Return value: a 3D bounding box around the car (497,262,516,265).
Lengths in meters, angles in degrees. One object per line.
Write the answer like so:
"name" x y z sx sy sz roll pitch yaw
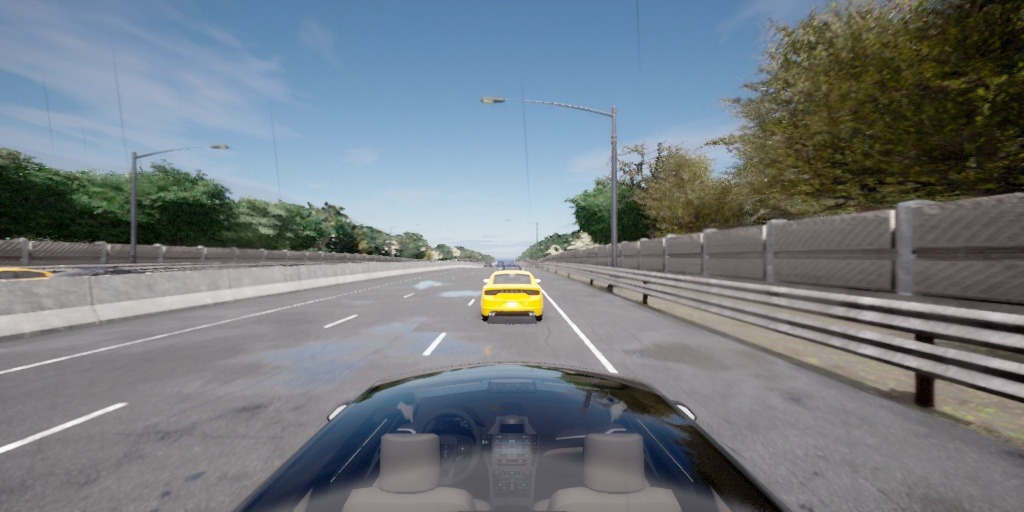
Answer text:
"car" 0.007 1.344 26.161 1.994 1.385 4.181 0 0 0

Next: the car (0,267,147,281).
"car" -17.596 1.257 14.917 1.837 1.490 4.892 0 0 0

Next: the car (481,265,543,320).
"car" 0.004 1.241 12.672 1.882 1.535 5.008 0 0 0

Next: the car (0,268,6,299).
"car" -24.596 1.278 14.442 1.812 1.442 4.674 0 0 0
